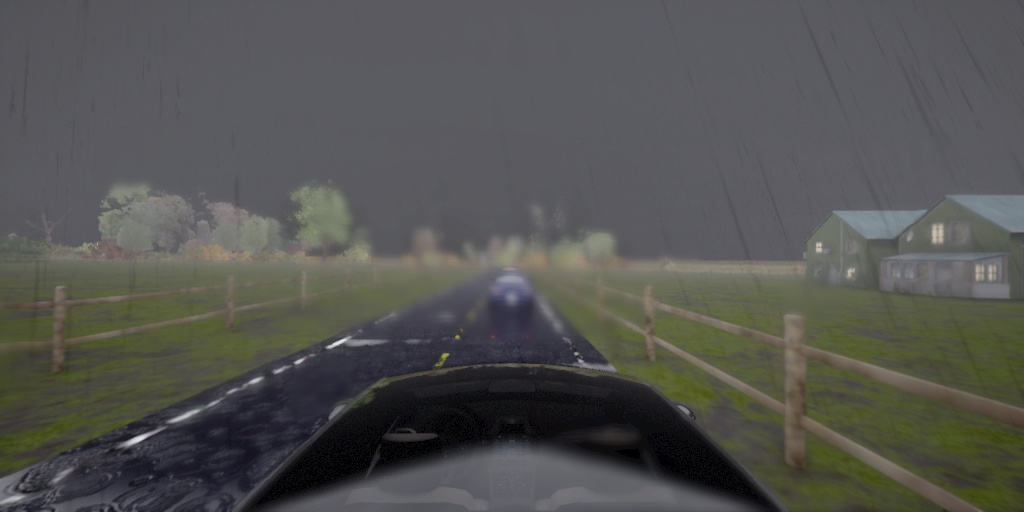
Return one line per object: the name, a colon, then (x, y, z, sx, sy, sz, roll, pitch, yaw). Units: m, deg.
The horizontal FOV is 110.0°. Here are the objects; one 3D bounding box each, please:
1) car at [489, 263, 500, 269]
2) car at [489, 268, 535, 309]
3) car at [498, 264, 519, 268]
car: (-2.811, 1.935, 62.640, 1.837, 1.490, 4.892, 0, -1, 0)
car: (0.015, 1.421, 15.741, 1.812, 1.442, 4.674, 0, 0, 0)
car: (0.003, 1.584, 30.748, 1.812, 1.442, 4.674, 0, 0, 0)
